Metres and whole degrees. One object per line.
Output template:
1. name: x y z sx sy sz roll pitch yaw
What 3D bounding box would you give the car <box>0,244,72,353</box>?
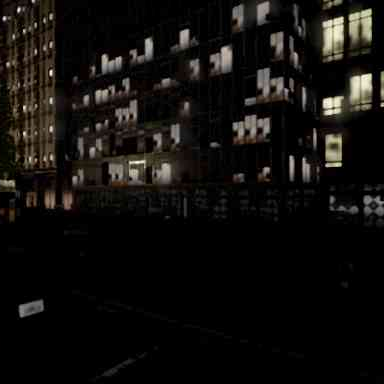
1. car: -3.799 1.561 5.579 4.313 1.339 1.947 0 0 35
